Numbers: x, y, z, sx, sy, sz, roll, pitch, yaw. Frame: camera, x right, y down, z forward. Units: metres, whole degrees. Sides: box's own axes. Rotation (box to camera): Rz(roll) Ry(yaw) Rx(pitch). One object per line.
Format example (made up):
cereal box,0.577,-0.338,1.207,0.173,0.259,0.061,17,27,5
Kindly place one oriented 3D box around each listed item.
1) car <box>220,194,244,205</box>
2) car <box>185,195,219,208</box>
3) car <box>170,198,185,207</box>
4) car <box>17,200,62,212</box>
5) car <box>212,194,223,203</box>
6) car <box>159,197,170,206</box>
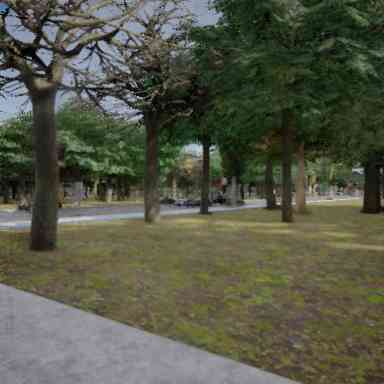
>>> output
car,7.412,1.623,57.757,1.837,1.490,4.892,0,0,36
car,1.547,1.604,49.451,1.837,1.490,4.892,0,0,37
car,-0.531,1.648,52.120,2.033,1.411,5.357,0,0,36
car,-17.895,1.540,39.219,1.882,1.535,5.008,0,0,36
car,5.455,1.341,60.612,2.150,2.045,5.566,0,0,35
car,-5.074,1.578,57.081,1.882,1.535,5.008,0,0,36
